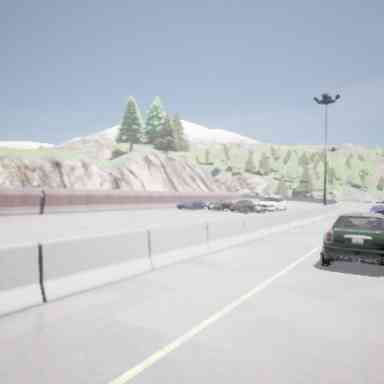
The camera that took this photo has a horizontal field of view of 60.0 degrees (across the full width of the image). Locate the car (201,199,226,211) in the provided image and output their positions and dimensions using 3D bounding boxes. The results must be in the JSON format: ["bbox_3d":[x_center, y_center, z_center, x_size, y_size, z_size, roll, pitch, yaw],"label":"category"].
[{"bbox_3d":[3.603,1.600,41.777,2.128,1.511,4.902,1,0,30],"label":"car"}]

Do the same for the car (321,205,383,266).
[{"bbox_3d":[5.937,1.476,11.510,2.097,1.767,4.553,1,0,32],"label":"car"}]

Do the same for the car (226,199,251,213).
[{"bbox_3d":[6.115,1.661,39.166,1.837,1.490,4.892,1,-1,30],"label":"car"}]

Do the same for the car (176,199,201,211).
[{"bbox_3d":[0.063,1.589,42.613,2.033,1.411,5.357,1,0,31],"label":"car"}]

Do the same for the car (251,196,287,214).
[{"bbox_3d":[8.909,1.425,36.964,2.150,2.045,5.566,1,0,31],"label":"car"}]
